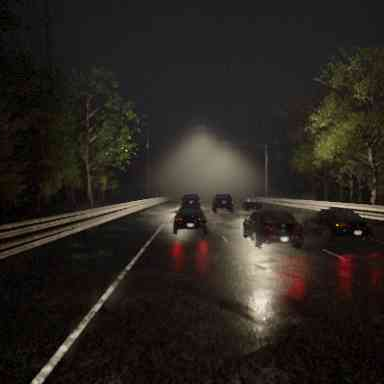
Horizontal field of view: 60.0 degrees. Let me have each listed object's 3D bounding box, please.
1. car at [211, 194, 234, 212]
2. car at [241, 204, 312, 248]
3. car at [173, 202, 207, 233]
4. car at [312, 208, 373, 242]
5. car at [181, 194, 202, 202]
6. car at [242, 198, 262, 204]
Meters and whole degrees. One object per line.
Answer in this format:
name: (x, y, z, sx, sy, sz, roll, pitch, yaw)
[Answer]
car: (3.417, 1.198, 37.858, 2.150, 2.045, 5.566, 0, 0, 0)
car: (3.436, 1.500, 14.809, 1.837, 1.490, 4.892, 0, 0, 0)
car: (-0.088, 1.514, 19.308, 1.812, 1.442, 4.674, 0, 0, 0)
car: (6.915, 1.524, 16.184, 1.812, 1.442, 4.674, 0, 0, 0)
car: (-0.084, 1.194, 37.822, 2.150, 2.045, 5.566, 0, 0, 0)
car: (6.923, 1.471, 38.750, 2.128, 1.511, 4.902, 0, 0, 0)
